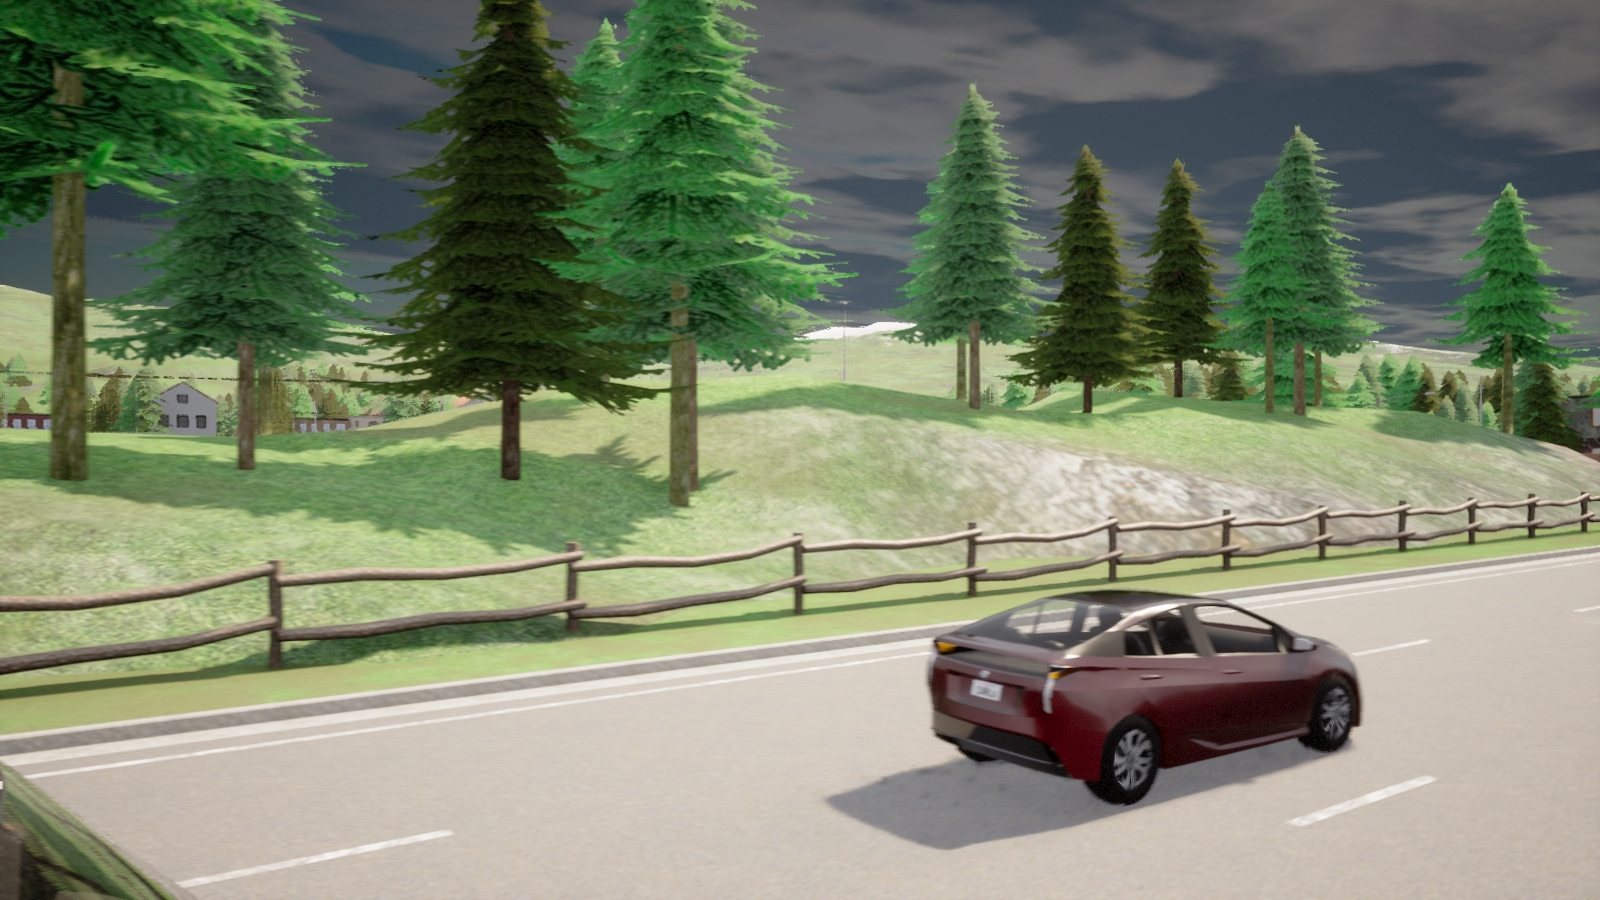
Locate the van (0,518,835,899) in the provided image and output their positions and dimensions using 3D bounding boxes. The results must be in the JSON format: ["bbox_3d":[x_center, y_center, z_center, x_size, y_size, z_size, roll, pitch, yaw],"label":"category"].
[{"bbox_3d":[-2.907,1.534,1.723,5.915,2.561,1.988,0,0,-35],"label":"van"}]

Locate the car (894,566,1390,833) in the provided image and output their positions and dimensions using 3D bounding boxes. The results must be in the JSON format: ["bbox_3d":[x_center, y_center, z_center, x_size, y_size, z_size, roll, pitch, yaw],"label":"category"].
[{"bbox_3d":[3.249,2.045,10.499,4.514,1.525,2.007,0,0,-35],"label":"car"}]
